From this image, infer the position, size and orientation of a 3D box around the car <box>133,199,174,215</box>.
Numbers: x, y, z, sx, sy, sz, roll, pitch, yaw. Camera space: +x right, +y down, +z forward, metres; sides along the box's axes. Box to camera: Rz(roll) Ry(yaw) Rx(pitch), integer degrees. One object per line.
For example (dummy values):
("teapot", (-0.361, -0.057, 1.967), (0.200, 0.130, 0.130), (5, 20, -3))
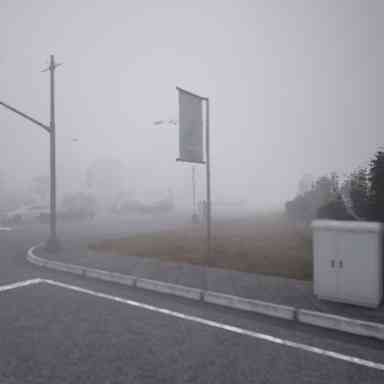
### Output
("car", (-3.983, 1.756, 37.976), (1.882, 1.535, 5.008), (-1, 0, 32))

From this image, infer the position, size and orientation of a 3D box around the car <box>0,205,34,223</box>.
("car", (-14.000, 1.834, 28.730), (1.812, 1.442, 4.674), (-1, 0, 33))

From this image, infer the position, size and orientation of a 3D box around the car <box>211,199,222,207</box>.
("car", (4.666, 1.930, 58.025), (1.895, 1.301, 4.718), (-1, 0, 33))

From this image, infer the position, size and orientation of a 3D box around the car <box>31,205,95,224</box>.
("car", (-10.441, 1.871, 27.757), (1.895, 1.301, 4.718), (-1, 0, 30))

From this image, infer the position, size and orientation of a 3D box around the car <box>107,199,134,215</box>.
("car", (-7.670, 1.668, 38.695), (2.097, 1.767, 4.553), (-1, -1, 32))

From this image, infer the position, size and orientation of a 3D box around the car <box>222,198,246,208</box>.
("car", (7.478, 1.768, 55.933), (1.882, 1.535, 5.008), (-1, -1, 33))
